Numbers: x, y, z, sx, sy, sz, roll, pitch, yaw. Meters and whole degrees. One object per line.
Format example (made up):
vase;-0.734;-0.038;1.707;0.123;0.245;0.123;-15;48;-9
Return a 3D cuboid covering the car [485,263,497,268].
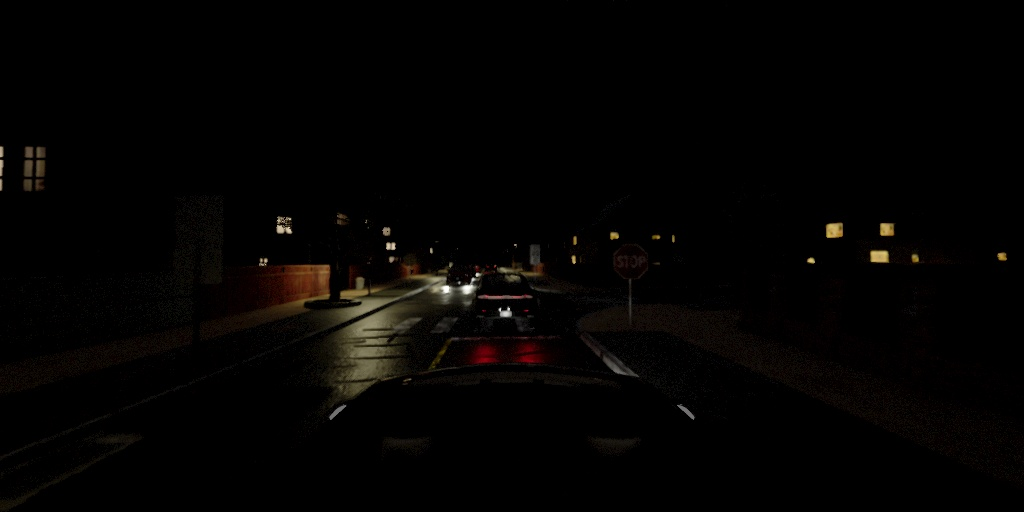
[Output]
car;-3.400;1.878;58.928;1.812;1.442;4.674;0;-1;-4

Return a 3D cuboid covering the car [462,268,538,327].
car;-0.277;1.315;11.804;2.128;1.511;4.902;0;0;-3

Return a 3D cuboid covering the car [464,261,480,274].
car;-5.793;1.611;52.242;2.097;1.767;4.553;0;-1;-4

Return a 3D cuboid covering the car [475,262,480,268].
car;-4.955;1.639;39.534;2.033;1.411;5.357;0;-1;-4

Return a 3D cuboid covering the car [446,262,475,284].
car;-4.306;1.459;29.709;1.882;1.535;5.008;0;-1;-4
